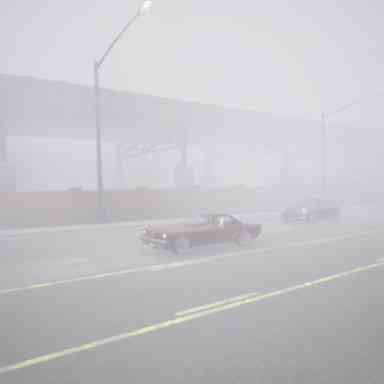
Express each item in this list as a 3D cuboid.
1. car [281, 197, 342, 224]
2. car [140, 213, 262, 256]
[{"bbox_3d":[8.134,1.129,22.561,4.553,1.767,2.097,-1,1,-36],"label":"car"},{"bbox_3d":[0.424,1.514,12.864,4.718,1.301,1.895,-1,0,-35],"label":"car"}]
